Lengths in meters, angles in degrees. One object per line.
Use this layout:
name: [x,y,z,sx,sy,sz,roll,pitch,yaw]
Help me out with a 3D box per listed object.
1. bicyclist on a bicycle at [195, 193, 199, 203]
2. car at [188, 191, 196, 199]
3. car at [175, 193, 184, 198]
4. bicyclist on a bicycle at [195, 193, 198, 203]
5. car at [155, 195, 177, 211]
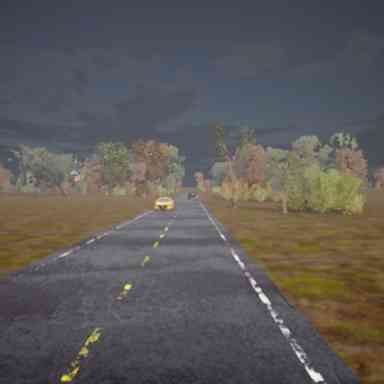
bicyclist on a bicycle: [0.852,1.215,55.361,0.866,1.612,1.509,0,0,0]
car: [0.030,0.721,82.804,2.150,2.045,5.566,0,0,0]
car: [-2.972,0.854,77.836,1.882,1.535,5.008,0,0,0]
bicyclist on a bicycle: [0.848,1.110,63.896,0.659,1.776,1.843,0,0,0]
car: [-3.078,1.334,37.563,1.882,1.535,5.008,0,0,0]
